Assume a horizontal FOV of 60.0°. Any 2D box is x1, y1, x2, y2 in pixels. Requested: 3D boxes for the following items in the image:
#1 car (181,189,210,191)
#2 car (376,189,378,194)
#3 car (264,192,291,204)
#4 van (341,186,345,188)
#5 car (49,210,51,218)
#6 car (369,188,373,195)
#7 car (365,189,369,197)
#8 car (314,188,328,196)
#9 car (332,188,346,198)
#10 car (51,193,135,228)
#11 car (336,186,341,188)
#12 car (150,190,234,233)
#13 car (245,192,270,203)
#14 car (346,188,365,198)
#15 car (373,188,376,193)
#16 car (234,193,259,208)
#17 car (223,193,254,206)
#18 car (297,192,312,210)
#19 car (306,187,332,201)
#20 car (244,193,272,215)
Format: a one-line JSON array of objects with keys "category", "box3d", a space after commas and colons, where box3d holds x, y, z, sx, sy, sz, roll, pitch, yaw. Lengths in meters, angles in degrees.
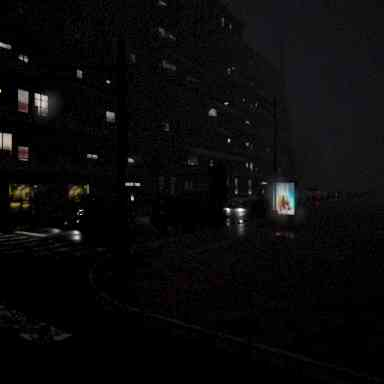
[{"category": "car", "box3d": [-0.063, 0.764, 27.855, 2.150, 2.045, 5.566, 0, 1, 36]}, {"category": "car", "box3d": [44.506, -0.221, 81.280, 2.008, 1.369, 4.403, 1, 2, 35]}, {"category": "car", "box3d": [11.406, 0.731, 44.135, 1.994, 1.385, 4.181, 0, 1, 36]}, {"category": "van", "box3d": [37.603, -0.446, 86.023, 1.690, 1.788, 3.998, 2, 2, 35]}, {"category": "car", "box3d": [-6.991, 1.009, 22.464, 2.192, 1.841, 5.009, 1, 2, 35]}, {"category": "car", "box3d": [34.949, 0.096, 67.657, 1.887, 1.381, 4.507, 1, 2, 35]}, {"category": "car", "box3d": [31.763, 0.098, 63.113, 1.967, 1.590, 4.097, 1, 2, 35]}, {"category": "car", "box3d": [28.046, -0.025, 72.406, 1.967, 1.590, 4.097, 2, 2, 35]}, {"category": "car", "box3d": [25.045, 0.406, 58.080, 1.895, 1.301, 4.718, 0, 1, 35]}, {"category": "car", "box3d": [-5.602, 1.075, 19.968, 2.097, 1.767, 4.553, 0, 1, 35]}, {"category": "car", "box3d": [34.417, -0.239, 81.486, 1.967, 1.590, 4.097, 2, 2, 35]}, {"category": "car", "box3d": [-0.097, 1.026, 17.701, 2.192, 1.841, 5.009, 1, 2, 35]}, {"category": "car", "box3d": [8.933, 0.754, 45.170, 1.802, 1.307, 4.206, 2, 2, 35]}, {"category": "car", "box3d": [28.577, 0.309, 58.576, 1.887, 1.381, 4.507, 1, 2, 35]}, {"category": "car", "box3d": [38.135, -0.012, 72.198, 1.887, 1.381, 4.507, 1, 2, 35]}, {"category": "car", "box3d": [5.587, 0.884, 35.894, 1.812, 1.442, 4.674, 0, 1, 35]}, {"category": "car", "box3d": [5.748, 0.828, 40.630, 2.008, 1.369, 4.403, 2, 2, 35]}, {"category": "car", "box3d": [9.460, 0.964, 31.331, 1.947, 1.339, 4.313, 1, 2, 35]}, {"category": "car", "box3d": [18.283, 0.250, 48.443, 2.150, 2.045, 5.566, 0, 1, 35]}, {"category": "car", "box3d": [6.274, 1.069, 26.789, 1.947, 1.339, 4.313, 1, 2, 35]}]
